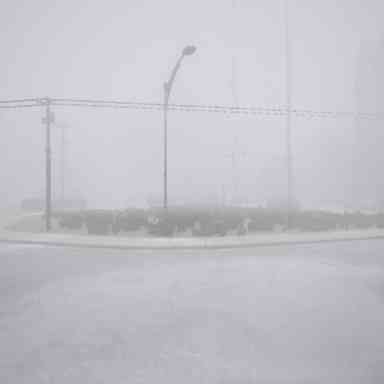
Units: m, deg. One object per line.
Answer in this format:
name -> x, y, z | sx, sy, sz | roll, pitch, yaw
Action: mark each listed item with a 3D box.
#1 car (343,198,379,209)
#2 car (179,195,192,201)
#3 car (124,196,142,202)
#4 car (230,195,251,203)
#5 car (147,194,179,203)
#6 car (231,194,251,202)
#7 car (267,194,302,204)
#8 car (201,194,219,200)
car -> 21.647, 1.531, 42.797 | 1.812, 1.442, 4.674 | 0, 0, -21
car -> -1.646, 1.503, 80.008 | 4.193, 1.474, 1.816 | 0, 0, -21
car -> -13.216, 1.518, 74.258 | 3.905, 1.438, 1.784 | 0, 0, -21
car -> 9.308, 1.610, 64.623 | 2.033, 1.411, 5.357 | 0, 0, -21
car -> -4.947, 1.307, 53.354 | 4.605, 1.855, 1.932 | 0, 0, -21
car -> 10.432, 1.308, 71.332 | 1.882, 1.535, 5.008 | 0, 0, -21
car -> 12.468, 1.477, 45.057 | 4.611, 1.667, 2.242 | 0, 0, -21
car -> 3.744, 1.310, 67.637 | 3.866, 1.878, 1.905 | 0, 0, -21
